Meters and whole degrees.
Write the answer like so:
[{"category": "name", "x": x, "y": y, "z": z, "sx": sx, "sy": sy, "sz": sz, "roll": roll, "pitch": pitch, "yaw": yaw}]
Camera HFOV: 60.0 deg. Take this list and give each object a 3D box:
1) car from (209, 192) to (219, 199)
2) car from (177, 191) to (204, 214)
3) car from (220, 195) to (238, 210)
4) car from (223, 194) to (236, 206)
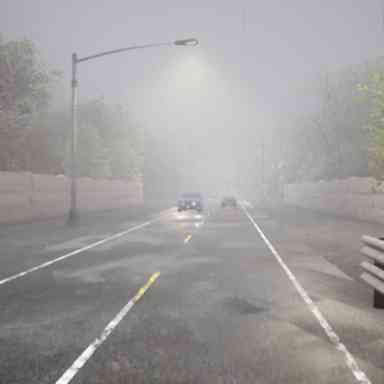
[{"category": "car", "x": 4.981, "y": 0.809, "z": 74.725, "sx": 1.837, "sy": 1.490, "sz": 4.892, "roll": 0, "pitch": 1, "yaw": 7}, {"category": "car", "x": -0.026, "y": 0.970, "z": 32.508, "sx": 2.150, "sy": 2.045, "sz": 5.566, "roll": 0, "pitch": 0, "yaw": 7}, {"category": "car", "x": 4.358, "y": 1.224, "z": 39.069, "sx": 1.837, "sy": 1.490, "sz": 4.892, "roll": 0, "pitch": 0, "yaw": 7}, {"category": "car", "x": 5.535, "y": 1.140, "z": 49.204, "sx": 1.837, "sy": 1.490, "sz": 4.892, "roll": 0, "pitch": 1, "yaw": 7}]
